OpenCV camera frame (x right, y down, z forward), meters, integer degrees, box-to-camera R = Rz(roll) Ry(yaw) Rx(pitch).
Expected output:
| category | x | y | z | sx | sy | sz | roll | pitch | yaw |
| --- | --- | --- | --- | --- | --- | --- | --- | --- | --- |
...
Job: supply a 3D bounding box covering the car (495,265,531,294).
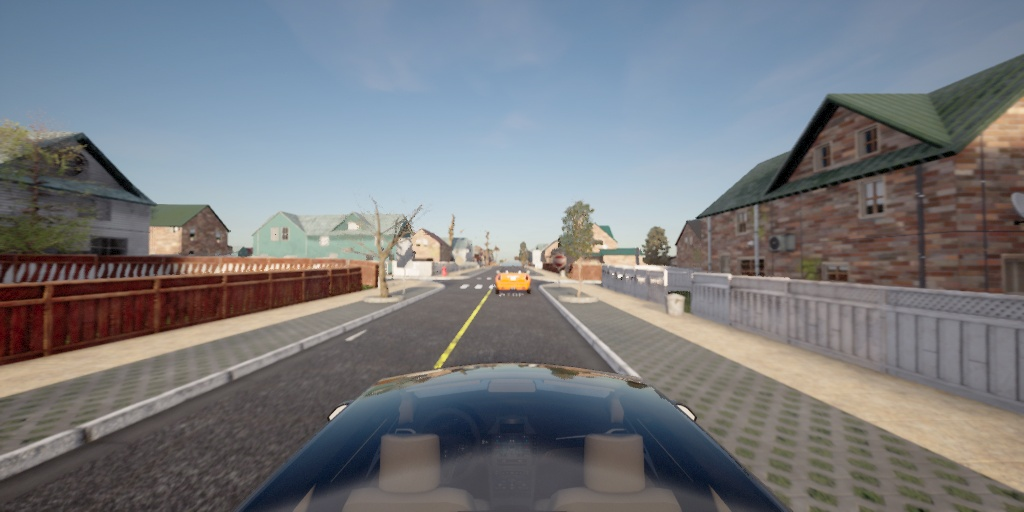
| category | x | y | z | sx | sy | sz | roll | pitch | yaw |
| --- | --- | --- | --- | --- | --- | --- | --- | --- | --- |
| car | 0.070 | 1.325 | 22.520 | 2.097 | 1.767 | 4.553 | 0 | -1 | 0 |
